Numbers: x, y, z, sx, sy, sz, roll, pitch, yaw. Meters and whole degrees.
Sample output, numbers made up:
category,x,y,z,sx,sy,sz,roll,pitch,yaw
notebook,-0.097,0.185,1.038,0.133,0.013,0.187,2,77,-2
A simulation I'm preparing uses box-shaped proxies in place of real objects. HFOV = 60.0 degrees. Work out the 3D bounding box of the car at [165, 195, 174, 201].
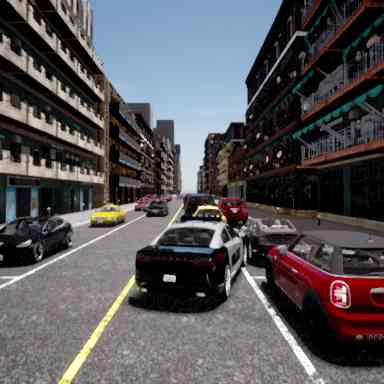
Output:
category,x,y,z,sx,sy,sz,roll,pitch,yaw
car,-5.747,1.504,85.238,1.887,1.381,4.507,0,0,0

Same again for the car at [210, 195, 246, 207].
category,x,y,z,sx,sy,sz,roll,pitch,yaw
car,2.678,1.309,23.239,2.192,1.841,5.009,0,0,0

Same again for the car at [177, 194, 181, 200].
category,x,y,z,sx,sy,sz,roll,pitch,yaw
car,-3.061,1.307,89.990,2.097,1.767,4.553,0,0,0

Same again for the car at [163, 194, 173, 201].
category,x,y,z,sx,sy,sz,roll,pitch,yaw
car,-5.743,1.403,79.601,1.967,1.590,4.097,0,0,0

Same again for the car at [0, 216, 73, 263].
category,x,y,z,sx,sy,sz,roll,pitch,yaw
car,-5.697,1.564,11.963,1.947,1.339,4.313,0,0,0

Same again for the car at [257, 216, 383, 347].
category,x,y,z,sx,sy,sz,roll,pitch,yaw
car,2.688,1.439,6.331,1.967,1.590,4.097,0,0,0

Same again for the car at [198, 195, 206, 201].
category,x,y,z,sx,sy,sz,roll,pitch,yaw
car,2.633,1.504,85.239,1.887,1.381,4.507,0,0,0

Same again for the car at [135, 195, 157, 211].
category,x,y,z,sx,sy,sz,roll,pitch,yaw
car,-5.716,1.426,40.147,1.967,1.590,4.097,0,0,0

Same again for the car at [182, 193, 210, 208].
category,x,y,z,sx,sy,sz,roll,pitch,yaw
car,0.561,1.213,24.450,2.150,2.045,5.566,0,0,-3

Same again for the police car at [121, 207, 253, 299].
category,x,y,z,sx,sy,sz,roll,pitch,yaw
police car,0.293,1.423,8.749,1.930,1.638,5.238,0,0,16

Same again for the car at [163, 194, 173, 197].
category,x,y,z,sx,sy,sz,roll,pitch,yaw
car,-5.738,1.282,73.965,2.192,1.841,5.009,0,0,0

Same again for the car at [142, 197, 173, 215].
category,x,y,z,sx,sy,sz,roll,pitch,yaw
car,-3.121,1.495,31.010,1.837,1.490,4.892,0,0,0

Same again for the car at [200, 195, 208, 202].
category,x,y,z,sx,sy,sz,roll,pitch,yaw
car,2.641,1.492,74.137,1.752,1.417,4.829,0,0,0

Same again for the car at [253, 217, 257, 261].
category,x,y,z,sx,sy,sz,roll,pitch,yaw
car,2.684,1.548,11.966,2.008,1.369,4.403,0,0,0

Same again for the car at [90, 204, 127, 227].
category,x,y,z,sx,sy,sz,roll,pitch,yaw
car,-5.704,1.519,23.067,1.752,1.417,4.829,0,0,0

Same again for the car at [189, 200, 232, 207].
category,x,y,z,sx,sy,sz,roll,pitch,yaw
car,0.888,1.451,18.653,1.801,1.575,5.366,0,0,0
